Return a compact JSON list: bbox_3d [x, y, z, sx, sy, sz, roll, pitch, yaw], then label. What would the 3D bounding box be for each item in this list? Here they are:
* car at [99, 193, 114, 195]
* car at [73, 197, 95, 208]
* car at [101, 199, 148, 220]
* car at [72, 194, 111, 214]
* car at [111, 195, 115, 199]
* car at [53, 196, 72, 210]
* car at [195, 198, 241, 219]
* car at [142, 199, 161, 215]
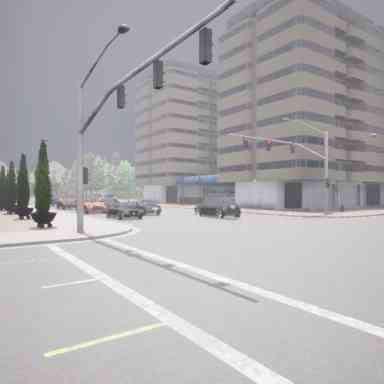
[{"bbox_3d":[-13.946,1.221,52.625,2.150,2.045,5.566,0,0,-35],"label":"car"},{"bbox_3d":[-15.943,1.505,49.045,1.837,1.490,4.892,0,0,-34],"label":"car"},{"bbox_3d":[-5.788,1.564,28.270,1.994,1.385,4.181,0,0,-35],"label":"car"},{"bbox_3d":[-10.744,1.352,35.403,2.097,1.767,4.553,0,0,-35],"label":"car"},{"bbox_3d":[-10.056,1.505,40.550,1.837,1.490,4.892,0,0,-35],"label":"car"},{"bbox_3d":[-16.384,1.526,43.536,1.812,1.442,4.674,0,0,-35],"label":"car"},{"bbox_3d":[2.189,1.352,29.408,2.097,1.767,4.553,0,0,-35],"label":"car"},{"bbox_3d":[-4.811,1.492,32.993,2.128,1.511,4.902,0,0,-35],"label":"car"}]
